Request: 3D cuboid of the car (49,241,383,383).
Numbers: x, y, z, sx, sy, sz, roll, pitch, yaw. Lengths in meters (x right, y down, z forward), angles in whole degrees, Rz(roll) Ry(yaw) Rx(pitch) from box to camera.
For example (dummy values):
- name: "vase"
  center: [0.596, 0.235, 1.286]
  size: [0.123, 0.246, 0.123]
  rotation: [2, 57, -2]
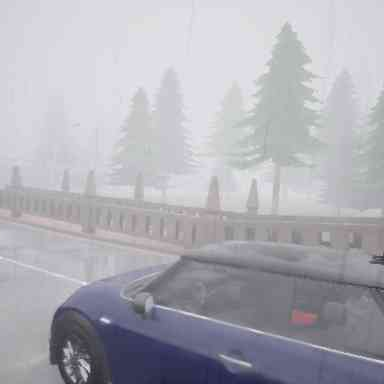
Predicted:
- name: "car"
  center: [0.465, 1.347, 3.656]
  size: [4.553, 1.767, 2.097]
  rotation: [1, 0, 35]
